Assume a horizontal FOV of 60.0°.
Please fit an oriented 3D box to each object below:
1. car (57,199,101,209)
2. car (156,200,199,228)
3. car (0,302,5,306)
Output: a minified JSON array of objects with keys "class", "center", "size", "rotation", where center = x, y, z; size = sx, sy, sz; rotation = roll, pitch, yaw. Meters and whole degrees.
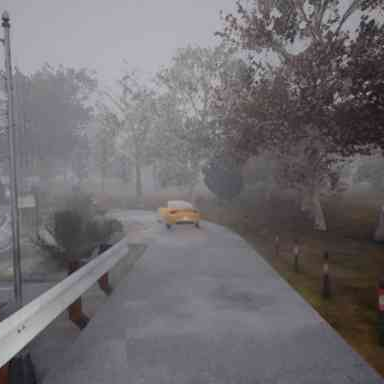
[{"class":"car","center":[-10.835,1.007,31.474],"size":[4.553,1.767,2.097],"rotation":[1,5,31]},{"class":"car","center":[-0.982,1.252,20.564],"size":[1.882,1.535,5.008],"rotation":[-1,1,-14]},{"class":"car","center":[-6.945,3.329,8.107],"size":[4.792,1.488,2.163],"rotation":[-1,5,-20]}]
